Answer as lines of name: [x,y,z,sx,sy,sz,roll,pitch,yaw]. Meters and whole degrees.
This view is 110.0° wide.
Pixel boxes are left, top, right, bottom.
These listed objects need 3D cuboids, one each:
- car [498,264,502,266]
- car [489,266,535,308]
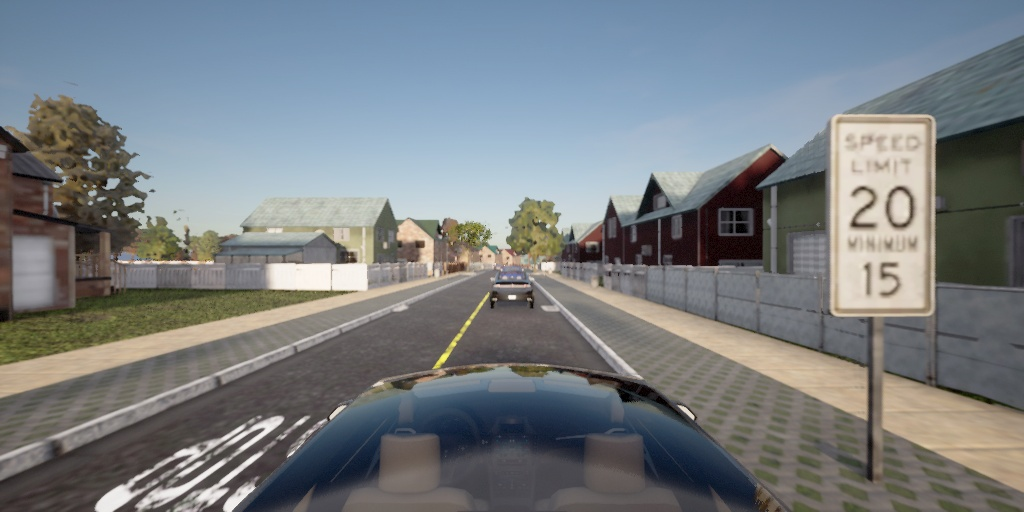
car: [0.017,1.576,31.333,1.882,1.535,5.008,0,0,0]
car: [0.010,1.396,16.145,2.128,1.511,4.902,0,-1,0]
